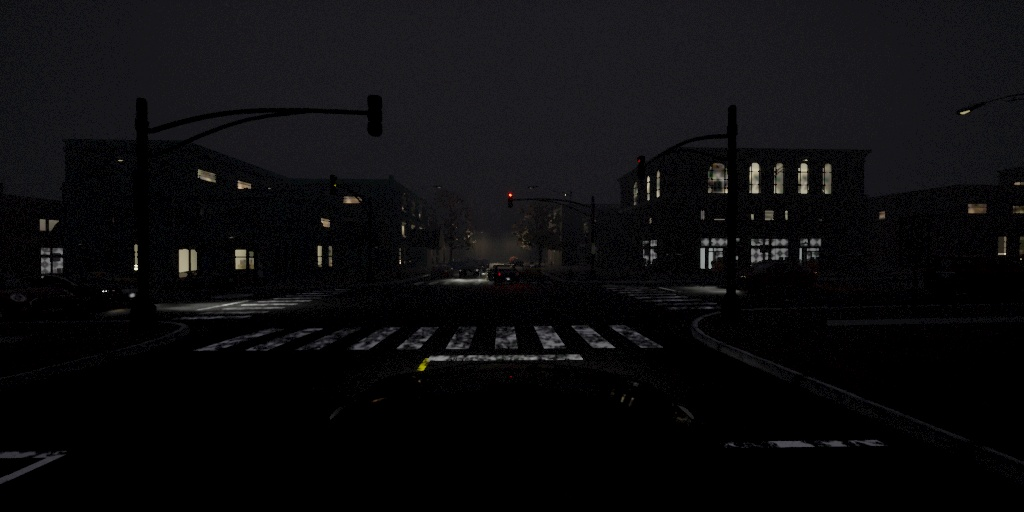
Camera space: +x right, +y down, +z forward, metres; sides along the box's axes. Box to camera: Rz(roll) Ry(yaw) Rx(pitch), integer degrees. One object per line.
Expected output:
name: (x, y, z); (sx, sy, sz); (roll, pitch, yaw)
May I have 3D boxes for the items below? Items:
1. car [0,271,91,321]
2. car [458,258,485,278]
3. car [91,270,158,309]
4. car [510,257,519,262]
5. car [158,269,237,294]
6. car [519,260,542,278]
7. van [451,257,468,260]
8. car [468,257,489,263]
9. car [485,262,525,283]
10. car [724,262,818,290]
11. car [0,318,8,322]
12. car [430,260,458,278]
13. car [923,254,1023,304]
car: (-18.349, 1.422, 12.769); (4.097, 1.591, 1.967); (0, 0, -3)
car: (-3.928, 1.221, 34.440); (1.882, 1.535, 5.008); (0, 0, -2)
car: (-18.778, 1.455, 15.303); (4.902, 1.511, 2.128); (-1, 1, -3)
car: (1.164, 1.288, 61.552); (2.007, 1.370, 4.403); (0, 0, -1)
car: (-18.683, 1.474, 21.109); (4.313, 1.339, 1.948); (0, 0, -2)
car: (1.874, 1.269, 33.999); (1.751, 1.417, 4.829); (0, 0, -1)
van: (-6.785, 1.082, 44.702); (1.690, 1.789, 3.998); (0, 0, -1)
car: (-4.190, 1.219, 44.480); (1.882, 1.535, 5.008); (0, 0, -1)
car: (-0.666, 1.337, 27.477); (1.895, 1.301, 4.718); (0, 0, -11)
car: (14.368, 1.063, 19.955); (4.674, 1.442, 1.812); (-1, 1, -2)
car: (-5.661, 1.295, 1.105); (1.888, 1.381, 4.507); (0, 0, -1)
car: (-6.499, 1.326, 33.614); (1.802, 1.307, 4.207); (0, 0, -1)
car: (19.639, 0.842, 14.395); (5.009, 1.841, 2.192); (0, 0, -3)
